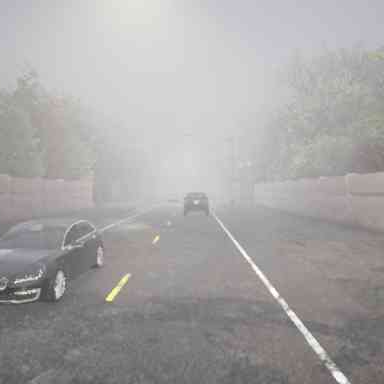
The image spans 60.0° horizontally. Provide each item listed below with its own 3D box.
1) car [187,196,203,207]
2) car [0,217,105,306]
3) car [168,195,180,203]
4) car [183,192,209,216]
[{"bbox_3d":[0.436,1.265,46.159,1.994,1.385,4.181,0,1,1],"label":"car"},{"bbox_3d":[-3.534,1.449,8.139,1.837,1.490,4.892,0,1,1],"label":"car"},{"bbox_3d":[-3.034,1.159,57.001,2.033,1.411,5.357,0,0,1],"label":"car"},{"bbox_3d":[0.360,1.019,29.866,2.150,2.045,5.566,-1,0,0],"label":"car"}]
